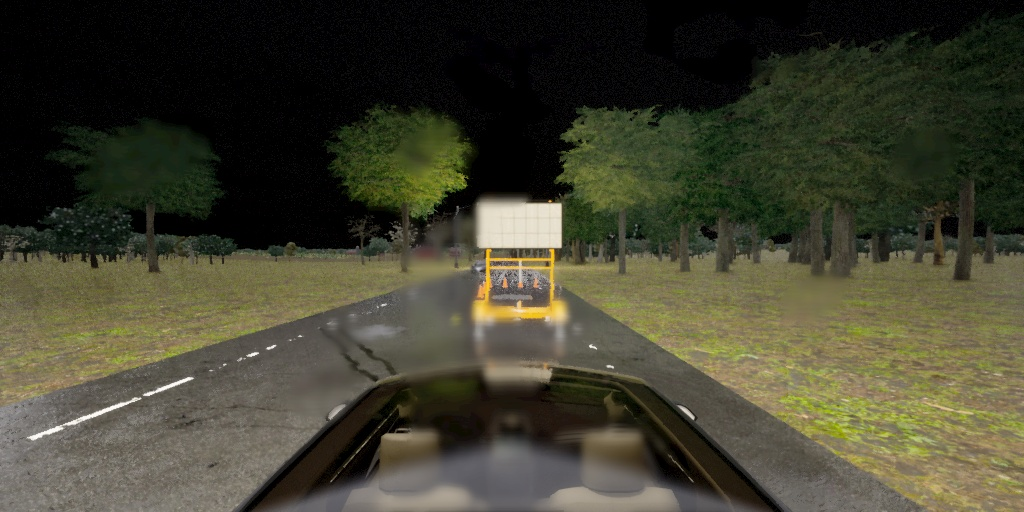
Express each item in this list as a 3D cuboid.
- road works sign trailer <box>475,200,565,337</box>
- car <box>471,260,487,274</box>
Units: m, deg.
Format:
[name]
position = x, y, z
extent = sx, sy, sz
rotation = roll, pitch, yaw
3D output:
[road works sign trailer]
position = 0.239, 0.210, 10.251
extent = 2.380, 3.560, 2.880
rotation = 0, 0, 2
[car]
position = -3.524, 1.248, 40.410
extent = 2.128, 1.511, 4.902
rotation = 0, 0, 0
